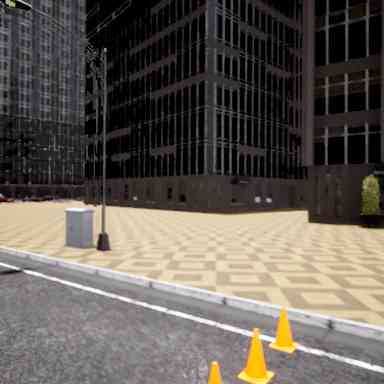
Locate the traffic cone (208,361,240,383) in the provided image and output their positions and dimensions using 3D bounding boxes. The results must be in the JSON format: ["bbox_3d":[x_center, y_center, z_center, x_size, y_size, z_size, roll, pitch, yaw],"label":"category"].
[{"bbox_3d":[0.219,1.976,3.283,0.340,0.580,0.340,0,0,35],"label":"traffic cone"}]

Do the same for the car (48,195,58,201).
[{"bbox_3d":[-34.261,1.447,79.013,4.507,1.381,1.887,0,1,-41],"label":"car"}]

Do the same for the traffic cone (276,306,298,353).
[{"bbox_3d":[1.352,1.990,4.931,0.340,0.580,0.340,0,0,35],"label":"traffic cone"}]

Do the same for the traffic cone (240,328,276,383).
[{"bbox_3d":[0.785,1.983,4.107,0.340,0.580,0.340,0,0,35],"label":"traffic cone"}]

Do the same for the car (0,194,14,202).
[{"bbox_3d":[-37.247,1.377,65.105,4.097,1.590,1.967,0,1,-41],"label":"car"}]

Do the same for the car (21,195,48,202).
[{"bbox_3d":[-33.000,1.502,68.889,4.313,1.339,1.947,0,1,-41],"label":"car"}]

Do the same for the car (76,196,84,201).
[{"bbox_3d":[-24.473,1.516,76.421,4.206,1.307,1.802,0,1,-41],"label":"car"}]
